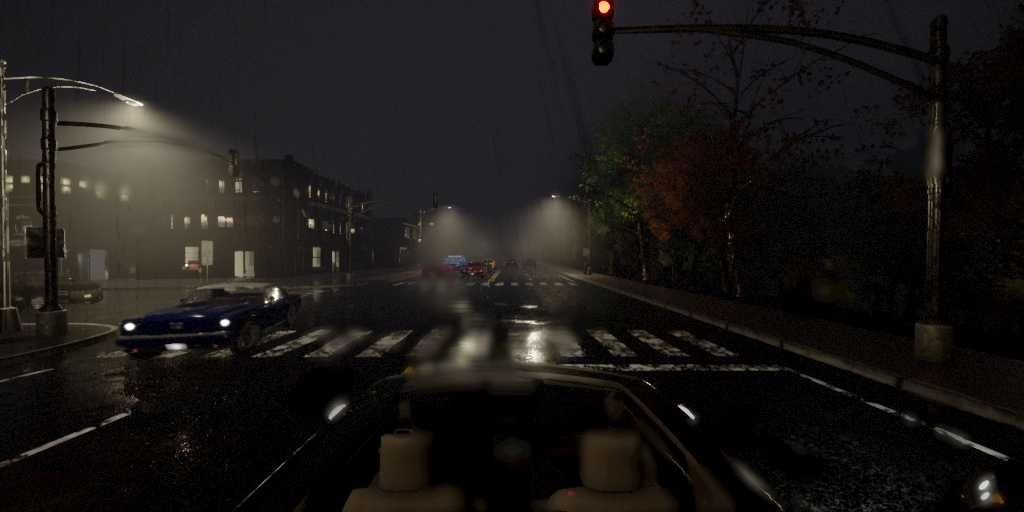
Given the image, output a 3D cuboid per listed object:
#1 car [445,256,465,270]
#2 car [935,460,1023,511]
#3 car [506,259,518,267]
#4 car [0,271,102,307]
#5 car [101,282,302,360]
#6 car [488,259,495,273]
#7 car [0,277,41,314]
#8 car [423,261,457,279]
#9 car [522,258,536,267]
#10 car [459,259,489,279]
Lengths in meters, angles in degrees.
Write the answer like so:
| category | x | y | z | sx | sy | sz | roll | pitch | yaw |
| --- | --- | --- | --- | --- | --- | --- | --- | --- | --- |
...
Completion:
| category | x | y | z | sx | sy | sz | roll | pitch | yaw |
| --- | --- | --- | --- | --- | --- | --- | --- | --- | --- |
| car | -6.677 | 0.957 | 42.771 | 2.150 | 2.045 | 5.566 | 0 | 0 | 0 |
| car | 3.356 | 1.314 | 0.208 | 1.994 | 1.385 | 4.181 | 0 | 0 | 0 |
| car | -0.037 | 1.231 | 63.189 | 1.837 | 1.490 | 4.892 | 0 | 0 | 0 |
| car | -20.529 | 1.456 | 15.226 | 5.008 | 1.535 | 1.882 | -1 | 1 | 0 |
| car | -6.752 | 1.351 | 8.682 | 1.895 | 1.301 | 4.718 | 0 | 0 | -16 |
| car | -3.424 | 1.240 | 43.154 | 1.837 | 1.490 | 4.892 | 0 | 0 | 0 |
| car | -19.971 | 1.565 | 12.521 | 4.313 | 1.339 | 1.948 | 0 | 0 | 0 |
| car | -6.661 | 1.341 | 32.866 | 1.895 | 1.301 | 4.718 | 0 | 0 | 2 |
| car | 3.213 | 1.204 | 63.215 | 1.882 | 1.535 | 5.008 | 0 | 0 | 0 |
| car | -3.411 | 1.266 | 33.087 | 1.812 | 1.442 | 4.674 | 0 | 0 | 0 |
